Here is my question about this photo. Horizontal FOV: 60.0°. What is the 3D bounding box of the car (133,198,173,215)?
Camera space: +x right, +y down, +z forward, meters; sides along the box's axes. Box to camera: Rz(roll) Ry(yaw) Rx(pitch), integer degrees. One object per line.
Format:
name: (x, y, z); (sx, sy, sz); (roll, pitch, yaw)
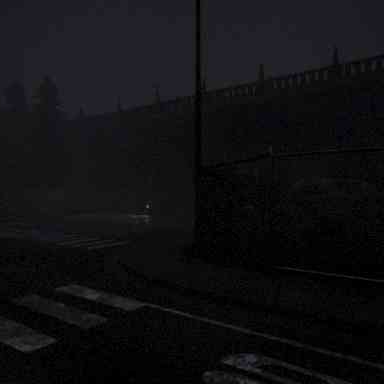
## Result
car: (-3.982, 1.406, 34.673); (2.097, 1.767, 4.553); (0, 0, 35)
